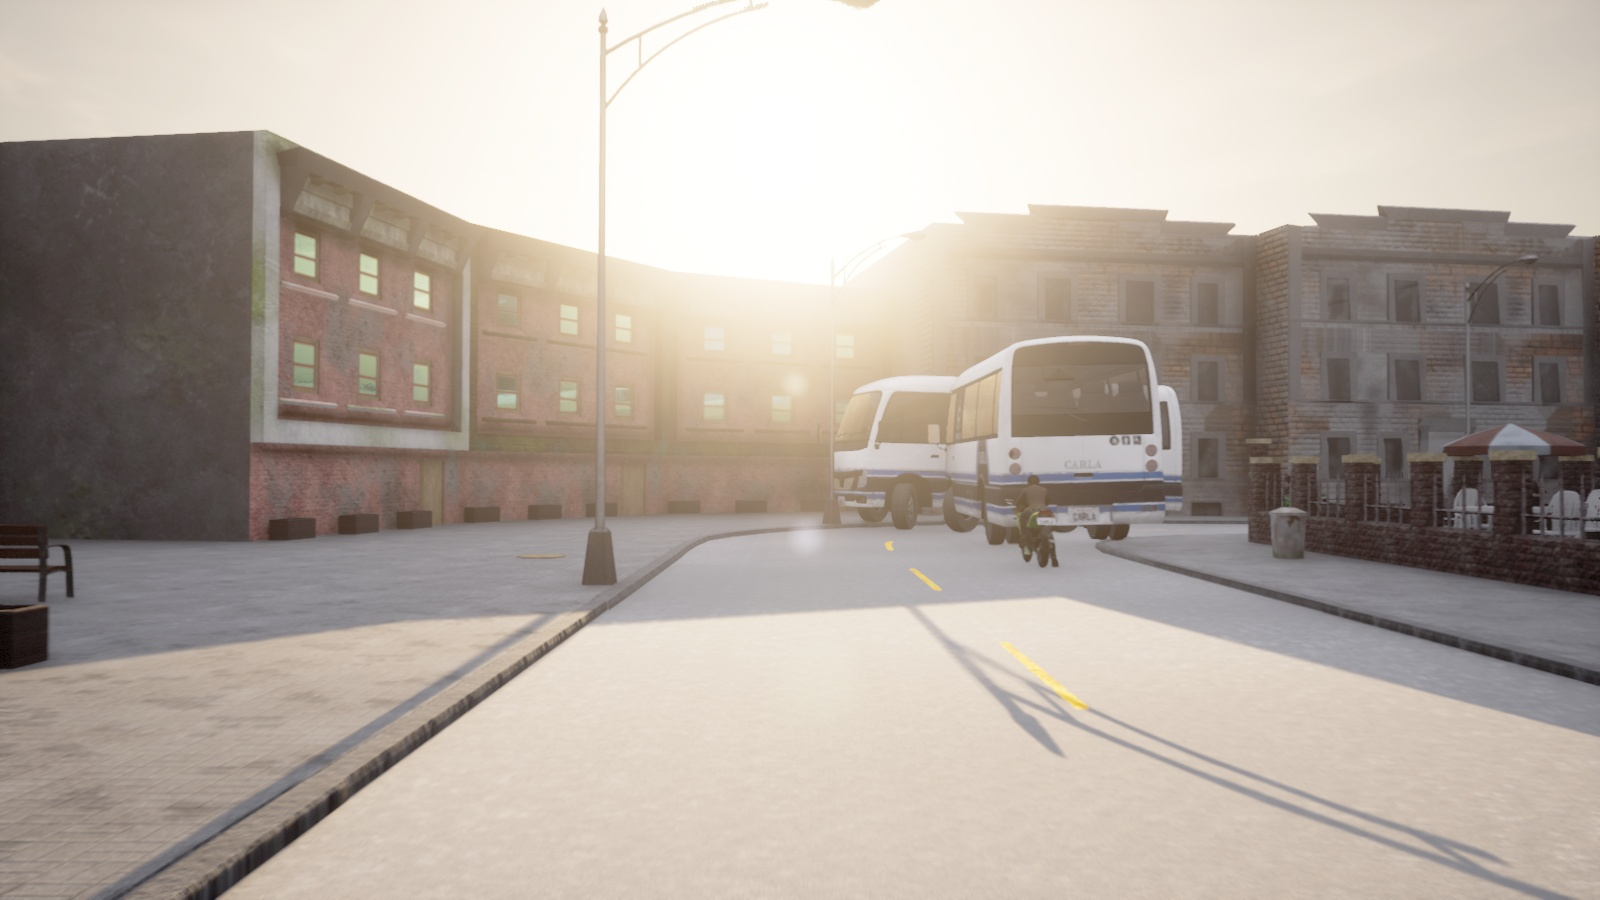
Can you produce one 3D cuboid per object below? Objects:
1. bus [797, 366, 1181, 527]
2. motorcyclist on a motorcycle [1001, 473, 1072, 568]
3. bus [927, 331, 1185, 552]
[{"bbox_3d":[5.401,0.027,36.379,10.273,4.253,3.944,1,-1,-16],"label":"bus"},{"bbox_3d":[3.943,1.145,21.123,0.797,1.523,2.044,0,-1,0],"label":"motorcyclist on a motorcycle"},{"bbox_3d":[5.574,-0.105,29.955,3.944,4.253,10.273,-2,-1,0],"label":"bus"}]
